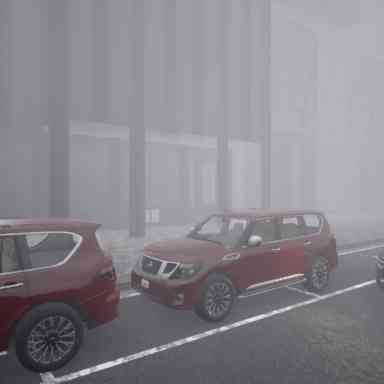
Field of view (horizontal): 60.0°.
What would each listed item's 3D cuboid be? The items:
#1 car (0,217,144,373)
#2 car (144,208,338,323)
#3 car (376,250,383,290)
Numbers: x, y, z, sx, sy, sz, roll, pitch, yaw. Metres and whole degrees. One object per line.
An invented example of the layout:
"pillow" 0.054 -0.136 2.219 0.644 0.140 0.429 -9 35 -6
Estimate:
"car" -3.382 1.315 4.118 5.009 1.841 2.192 0 0 -35
"car" 1.210 1.314 7.393 5.009 1.841 2.192 0 0 -35
"car" 6.266 1.474 7.848 5.008 1.535 1.882 0 0 -35
